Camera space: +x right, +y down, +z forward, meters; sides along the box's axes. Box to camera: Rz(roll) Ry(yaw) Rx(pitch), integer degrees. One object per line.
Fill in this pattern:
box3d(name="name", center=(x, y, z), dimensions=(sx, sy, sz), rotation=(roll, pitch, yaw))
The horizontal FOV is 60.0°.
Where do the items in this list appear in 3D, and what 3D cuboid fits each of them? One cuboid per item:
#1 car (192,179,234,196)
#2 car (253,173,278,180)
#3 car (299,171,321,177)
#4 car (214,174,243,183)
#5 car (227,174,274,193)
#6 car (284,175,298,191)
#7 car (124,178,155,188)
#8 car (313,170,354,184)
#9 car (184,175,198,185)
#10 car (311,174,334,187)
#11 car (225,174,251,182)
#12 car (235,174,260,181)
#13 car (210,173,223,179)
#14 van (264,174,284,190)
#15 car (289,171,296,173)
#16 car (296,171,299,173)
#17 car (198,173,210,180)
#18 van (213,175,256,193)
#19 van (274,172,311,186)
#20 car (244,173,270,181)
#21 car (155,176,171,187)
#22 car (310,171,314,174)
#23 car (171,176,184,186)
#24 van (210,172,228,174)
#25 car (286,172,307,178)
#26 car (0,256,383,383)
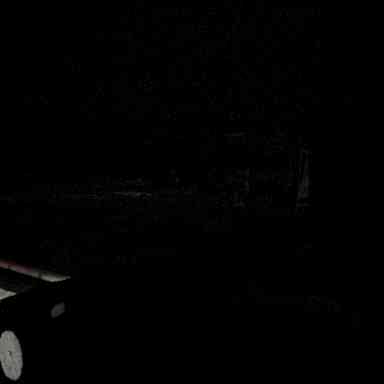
box3d(name="car", center=(3.040, -0.367, 41.527), dimensions=(5.008, 1.535, 2.097), rotation=(4, 7, 33))
box3d(name="car", center=(16.344, -3.491, 73.886), dimensions=(4.892, 1.521, 2.231), rotation=(2, 6, 31))
box3d(name="car", center=(30.129, -4.537, 84.791), dimensions=(5.008, 1.535, 2.097), rotation=(2, 6, 32))
box3d(name="car", center=(7.338, -2.764, 66.484), dimensions=(5.366, 1.575, 1.946), rotation=(2, 5, 31))
box3d(name="car", center=(7.803, -0.978, 45.104), dimensions=(5.566, 2.045, 2.435), rotation=(4, 7, 33))
box3d(name="car", center=(12.594, -1.214, 48.723), dimensions=(4.553, 1.767, 2.185), rotation=(4, 7, 33))
box3d(name="car", center=(-8.866, -1.448, 53.678), dimensions=(4.674, 1.452, 2.002), rotation=(2, 5, 31))
box3d(name="car", center=(24.591, -2.245, 57.765), dimensions=(5.566, 2.045, 2.435), rotation=(4, 7, 32))
box3d(name="car", center=(-2.016, -2.009, 59.234), dimensions=(4.792, 1.488, 2.163), rotation=(2, 6, 31))
box3d(name="car", center=(19.800, -1.629, 54.138), dimensions=(4.892, 1.521, 2.231), rotation=(4, 7, 32))
box3d(name="car", center=(9.462, -2.949, 68.417), dimensions=(5.008, 1.535, 2.097), rotation=(2, 5, 31))
box3d(name="car", center=(11.782, -3.100, 70.225), dimensions=(4.792, 1.488, 2.163), rotation=(2, 5, 31))
box3d(name="car", center=(2.595, -2.404, 62.915), dimensions=(5.008, 1.535, 2.097), rotation=(2, 5, 31))
box3d(name="van", center=(10.123, -1.138, 46.952), dimensions=(4.442, 1.987, 1.878), rotation=(4, 7, 33))
box3d(name="car", center=(20.934, -3.853, 77.527), dimensions=(5.008, 1.535, 2.097), rotation=(2, 6, 31))
box3d(name="car", center=(23.250, -4.155, 79.321), dimensions=(4.553, 1.767, 2.185), rotation=(2, 6, 32))
box3d(name="car", center=(0.327, -2.344, 61.035), dimensions=(4.553, 1.767, 2.185), rotation=(2, 6, 31))
box3d(name="van", center=(5.536, -0.765, 43.236), dimensions=(4.442, 1.987, 1.878), rotation=(4, 7, 33))
box3d(name="van", center=(15.115, -1.486, 50.438), dimensions=(4.442, 1.987, 1.878), rotation=(4, 7, 33))
box3d(name="car", center=(14.044, -3.312, 72.072), dimensions=(5.008, 1.535, 2.097), rotation=(2, 5, 31))
box3d(name="car", center=(-6.548, -1.641, 55.512), dimensions=(4.792, 1.488, 2.163), rotation=(2, 5, 31))
box3d(name="car", center=(27.845, -4.497, 82.951), dimensions=(4.553, 1.767, 2.185), rotation=(2, 6, 32))
box3d(name="car", center=(-4.260, -1.978, 57.342), dimensions=(4.553, 1.767, 2.185), rotation=(2, 6, 31))
box3d(name="van", center=(4.786, -2.814, 64.789), dimensions=(4.442, 1.987, 1.878), rotation=(2, 6, 31))
box3d(name="car", center=(25.527, -4.167, 81.177), dimensions=(4.674, 1.452, 2.002), rotation=(2, 5, 32))
box3d(name="car", center=(-0.234, 1.476, 3.622), dimensions=(5.008, 1.535, 1.882), rotation=(0, 0, 36))
